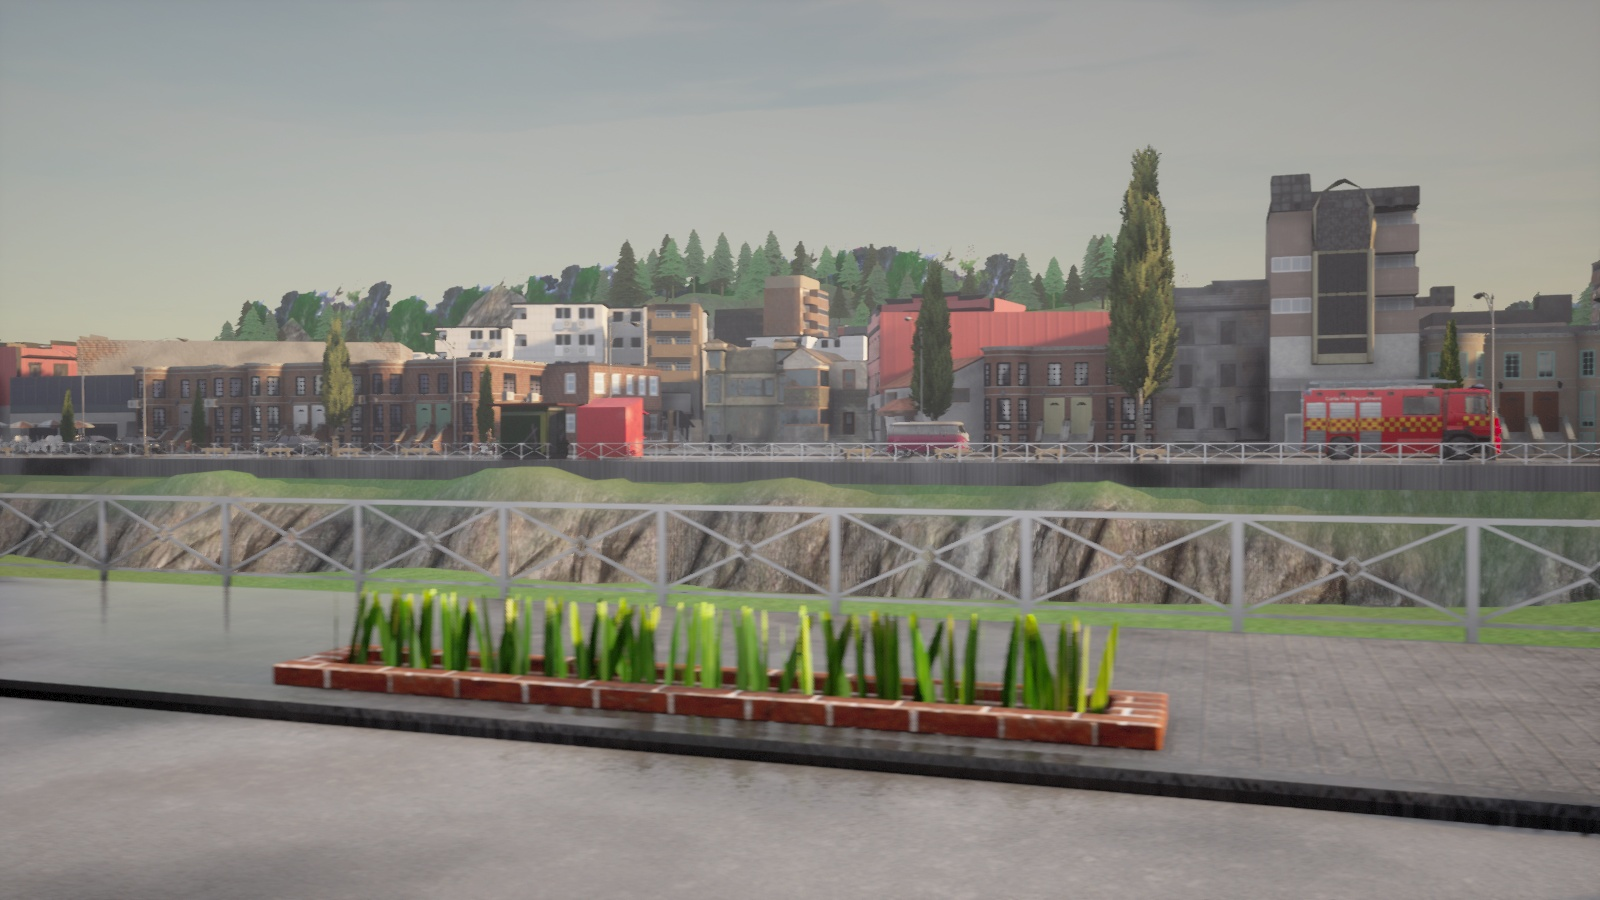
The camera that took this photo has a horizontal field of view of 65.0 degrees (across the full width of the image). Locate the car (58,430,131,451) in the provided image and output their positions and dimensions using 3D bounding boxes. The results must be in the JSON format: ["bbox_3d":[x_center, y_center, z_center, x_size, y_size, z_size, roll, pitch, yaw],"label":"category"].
[{"bbox_3d":[-47.660,-0.648,84.842,4.181,1.385,1.994,1,1,19],"label":"car"}]

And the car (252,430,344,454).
[{"bbox_3d":[-31.766,-0.519,79.501,5.357,1.411,2.033,1,1,19],"label":"car"}]

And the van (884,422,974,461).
[{"bbox_3d":[6.820,-0.460,66.527,4.442,1.987,1.775,1,1,19],"label":"van"}]

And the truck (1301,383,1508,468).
[{"bbox_3d":[28.326,-1.183,59.285,8.468,3.827,2.891,1,1,19],"label":"truck"}]
